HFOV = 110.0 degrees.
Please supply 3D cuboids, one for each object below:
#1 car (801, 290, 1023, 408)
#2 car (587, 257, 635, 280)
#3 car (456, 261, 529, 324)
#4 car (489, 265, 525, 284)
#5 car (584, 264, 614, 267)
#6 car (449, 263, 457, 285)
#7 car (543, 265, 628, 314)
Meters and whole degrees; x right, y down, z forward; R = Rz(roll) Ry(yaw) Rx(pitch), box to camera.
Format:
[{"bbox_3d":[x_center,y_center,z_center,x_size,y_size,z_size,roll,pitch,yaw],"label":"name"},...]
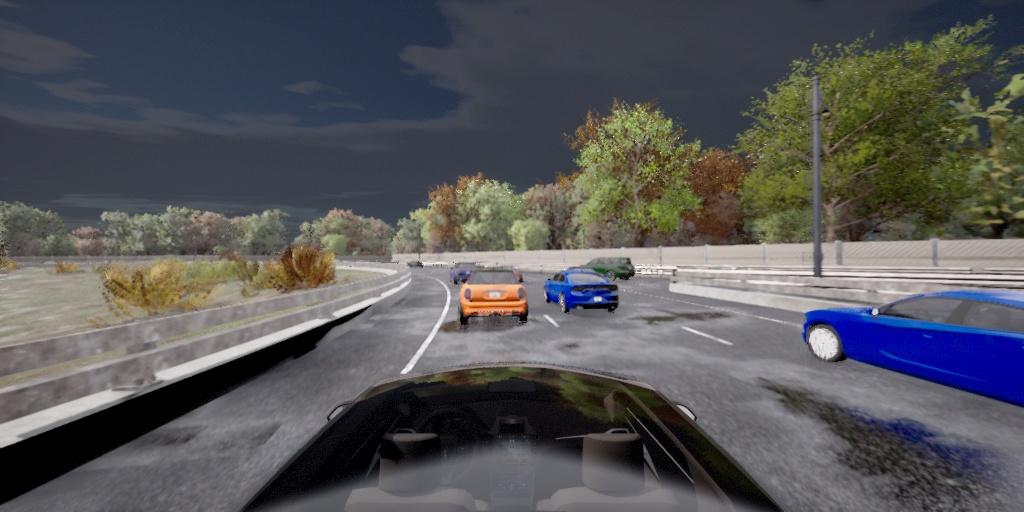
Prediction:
[{"bbox_3d":[6.861,1.228,5.214,1.882,1.535,5.008,0,0,-2],"label":"car"},{"bbox_3d":[8.038,1.110,31.455,2.150,2.045,5.566,0,0,-37],"label":"car"},{"bbox_3d":[-0.742,1.178,12.618,2.097,1.767,4.553,0,0,-6],"label":"car"},{"bbox_3d":[-0.508,1.506,29.988,1.994,1.385,4.181,0,0,-15],"label":"car"},{"bbox_3d":[4.511,1.434,24.347,2.033,1.411,5.357,0,0,-12],"label":"car"},{"bbox_3d":[-3.874,1.297,29.044,2.097,1.767,4.553,0,0,-15],"label":"car"},{"bbox_3d":[2.568,1.304,14.404,1.882,1.535,5.008,0,0,-7],"label":"car"}]
